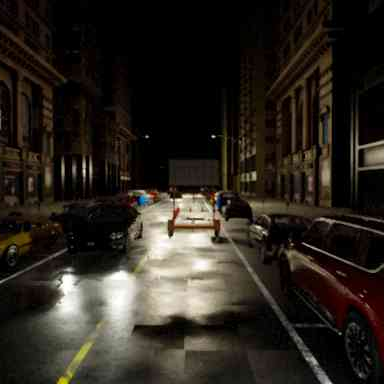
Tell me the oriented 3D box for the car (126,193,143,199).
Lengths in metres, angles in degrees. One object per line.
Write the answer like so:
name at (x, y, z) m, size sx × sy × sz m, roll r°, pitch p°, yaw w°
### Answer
car at (-5.608, 1.036, 27.561) m, size 1.887 × 1.381 × 4.507 m, roll 0°, pitch 1°, yaw 0°

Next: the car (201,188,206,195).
car at (3.100, 0.374, 61.402) m, size 1.752 × 1.417 × 4.829 m, roll 0°, pitch 1°, yaw 0°

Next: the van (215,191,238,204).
van at (2.916, 0.816, 27.522) m, size 1.690 × 1.788 × 3.998 m, roll 0°, pitch 1°, yaw 0°

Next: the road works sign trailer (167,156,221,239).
road works sign trailer at (0.086, 0.173, 15.271) m, size 2.380 × 3.560 × 2.880 m, roll 0°, pitch 1°, yaw 0°

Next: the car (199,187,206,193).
car at (3.160, 0.215, 72.469) m, size 1.947 × 1.339 × 4.313 m, roll 0°, pitch 1°, yaw 0°

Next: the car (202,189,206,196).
car at (3.069, 0.537, 55.615) m, size 1.802 × 1.307 × 4.206 m, roll 0°, pitch 1°, yaw 0°

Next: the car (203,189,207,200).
car at (3.039, 0.640, 49.998) m, size 1.802 × 1.307 × 4.206 m, roll 0°, pitch 1°, yaw 0°

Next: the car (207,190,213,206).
car at (2.978, 0.789, 38.931) m, size 1.752 × 1.417 × 4.829 m, roll 0°, pitch 1°, yaw 0°

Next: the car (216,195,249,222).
car at (2.886, 1.130, 21.908) m, size 2.008 × 1.369 × 4.403 m, roll 0°, pitch 1°, yaw 0°

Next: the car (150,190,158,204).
car at (-5.547, 0.834, 38.796) m, size 2.008 × 1.369 × 4.403 m, roll 0°, pitch 1°, yaw 0°

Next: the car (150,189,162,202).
car at (-5.517, 0.494, 44.409) m, size 2.192 × 1.841 × 5.009 m, roll 0°, pitch 1°, yaw 0°

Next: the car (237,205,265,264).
car at (2.825, 1.341, 10.673) m, size 2.008 × 1.369 × 4.403 m, roll 0°, pitch 1°, yaw 0°

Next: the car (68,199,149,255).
car at (-3.028, 1.244, 12.507) m, size 1.882 × 1.535 × 5.008 m, roll 0°, pitch 1°, yaw 0°

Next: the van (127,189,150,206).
van at (-5.578, 0.728, 33.175) m, size 1.690 × 1.788 × 3.998 m, roll 0°, pitch 1°, yaw 0°

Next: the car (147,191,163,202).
car at (-5.487, 0.603, 49.861) m, size 1.752 × 1.417 × 4.829 m, roll 0°, pitch 1°, yaw 0°

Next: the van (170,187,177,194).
van at (-5.244, -0.397, 94.966) m, size 1.690 × 1.788 × 3.998 m, roll 0°, pitch 1°, yaw 0°

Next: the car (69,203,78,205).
car at (-5.669, 1.251, 16.333) m, size 2.008 × 1.369 × 4.403 m, roll 0°, pitch 1°, yaw 0°

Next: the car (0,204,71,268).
car at (-5.700, 1.334, 10.539) m, size 1.752 × 1.417 × 4.829 m, roll 0°, pitch 1°, yaw 0°

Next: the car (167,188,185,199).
car at (-2.683, 0.514, 57.648) m, size 1.994 × 1.385 × 4.181 m, roll 0°, pitch 1°, yaw 0°

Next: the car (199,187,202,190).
car at (3.190, 0.093, 78.086) m, size 1.887 × 1.381 × 4.507 m, roll 0°, pitch 1°, yaw 0°

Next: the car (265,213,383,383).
car at (2.795, 1.211, 5.051) m, size 2.192 × 1.841 × 5.009 m, roll 0°, pitch 1°, yaw 0°

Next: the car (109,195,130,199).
car at (-5.639, 1.140, 21.944) m, size 1.887 × 1.381 × 4.507 m, roll 0°, pitch 1°, yaw 0°

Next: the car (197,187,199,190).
car at (3.281, -0.440, 94.935) m, size 2.192 × 1.841 × 5.009 m, roll 0°, pitch 1°, yaw 0°
